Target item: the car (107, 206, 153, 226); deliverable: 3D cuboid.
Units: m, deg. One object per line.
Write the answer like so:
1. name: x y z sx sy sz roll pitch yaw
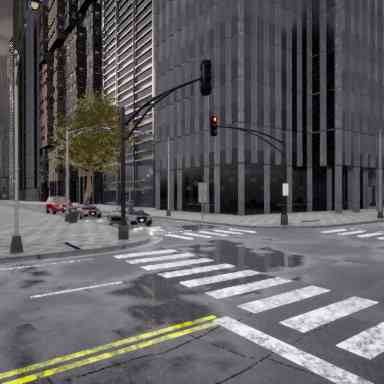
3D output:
1. car: -4.518 1.729 23.938 1.994 1.385 4.181 0 0 -35

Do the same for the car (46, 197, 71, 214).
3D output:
1. car: -16.140 1.574 40.305 2.150 2.045 5.566 0 0 -35

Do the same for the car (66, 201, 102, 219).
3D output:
1. car: -10.239 1.818 31.974 1.994 1.385 4.181 0 0 -36
